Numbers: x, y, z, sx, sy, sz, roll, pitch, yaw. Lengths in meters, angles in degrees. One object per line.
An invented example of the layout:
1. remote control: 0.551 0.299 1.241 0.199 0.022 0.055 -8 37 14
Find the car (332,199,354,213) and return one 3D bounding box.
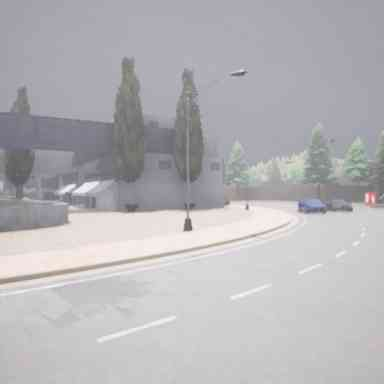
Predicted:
1. car: 15.632 1.453 35.803 1.994 1.385 4.181 0 0 2

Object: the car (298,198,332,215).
1. car: 11.977 1.388 33.258 1.882 1.535 5.008 0 0 5
